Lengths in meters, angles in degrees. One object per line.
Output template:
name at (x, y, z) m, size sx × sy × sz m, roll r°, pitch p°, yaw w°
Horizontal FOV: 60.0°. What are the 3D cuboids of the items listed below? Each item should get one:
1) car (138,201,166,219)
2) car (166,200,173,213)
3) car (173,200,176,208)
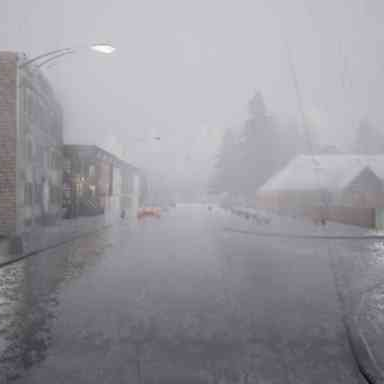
car at (-4.086, 1.715, 33.139) m, size 2.097 × 1.767 × 4.553 m, roll 0°, pitch -1°, yaw 0°
car at (-4.066, 2.091, 44.867) m, size 1.895 × 1.301 × 4.718 m, roll 0°, pitch -1°, yaw 0°
car at (-3.953, 2.246, 62.007) m, size 1.994 × 1.385 × 4.181 m, roll 0°, pitch -1°, yaw 0°
